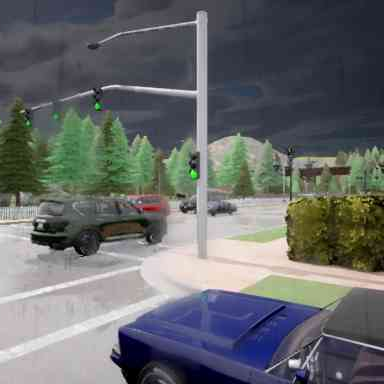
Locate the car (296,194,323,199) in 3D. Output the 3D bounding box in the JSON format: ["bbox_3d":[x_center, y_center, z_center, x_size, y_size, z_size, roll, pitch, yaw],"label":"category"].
[{"bbox_3d":[11.818,1.221,32.550,2.150,2.045,5.566,0,0,38],"label":"car"}]

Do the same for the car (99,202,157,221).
[{"bbox_3d":[-5.299,1.601,28.161,1.895,1.301,4.718,0,0,38],"label":"car"}]

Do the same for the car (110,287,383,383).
[{"bbox_3d":[1.467,1.601,2.919,4.718,1.301,1.895,0,0,36],"label":"car"}]

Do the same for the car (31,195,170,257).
[{"bbox_3d":[-3.426,1.222,13.289,2.150,2.045,5.566,0,0,38],"label":"car"}]

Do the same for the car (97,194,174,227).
[{"bbox_3d":[-3.951,1.221,24.227,2.150,2.045,5.566,0,0,38],"label":"car"}]

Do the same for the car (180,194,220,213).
[{"bbox_3d":[1.036,1.221,36.144,2.150,2.045,5.566,0,0,39],"label":"car"}]

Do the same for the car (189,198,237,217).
[{"bbox_3d":[2.416,1.547,32.257,2.033,1.411,5.357,0,0,38],"label":"car"}]
